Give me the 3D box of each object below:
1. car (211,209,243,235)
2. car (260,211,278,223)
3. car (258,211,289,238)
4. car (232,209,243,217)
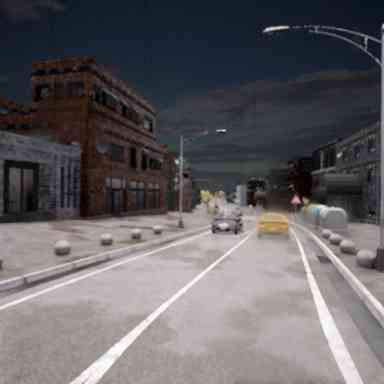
[{"bbox_3d":[2.657,2.218,24.348,2.128,1.511,4.902,0,-2,14],"label":"car"},{"bbox_3d":[9.480,3.048,41.284,1.994,1.385,4.181,0,-2,10],"label":"car"},{"bbox_3d":[5.498,2.182,22.423,1.882,1.535,5.008,1,-2,15],"label":"car"},{"bbox_3d":[8.921,4.160,65.585,1.882,1.535,5.008,1,-4,3],"label":"car"}]
